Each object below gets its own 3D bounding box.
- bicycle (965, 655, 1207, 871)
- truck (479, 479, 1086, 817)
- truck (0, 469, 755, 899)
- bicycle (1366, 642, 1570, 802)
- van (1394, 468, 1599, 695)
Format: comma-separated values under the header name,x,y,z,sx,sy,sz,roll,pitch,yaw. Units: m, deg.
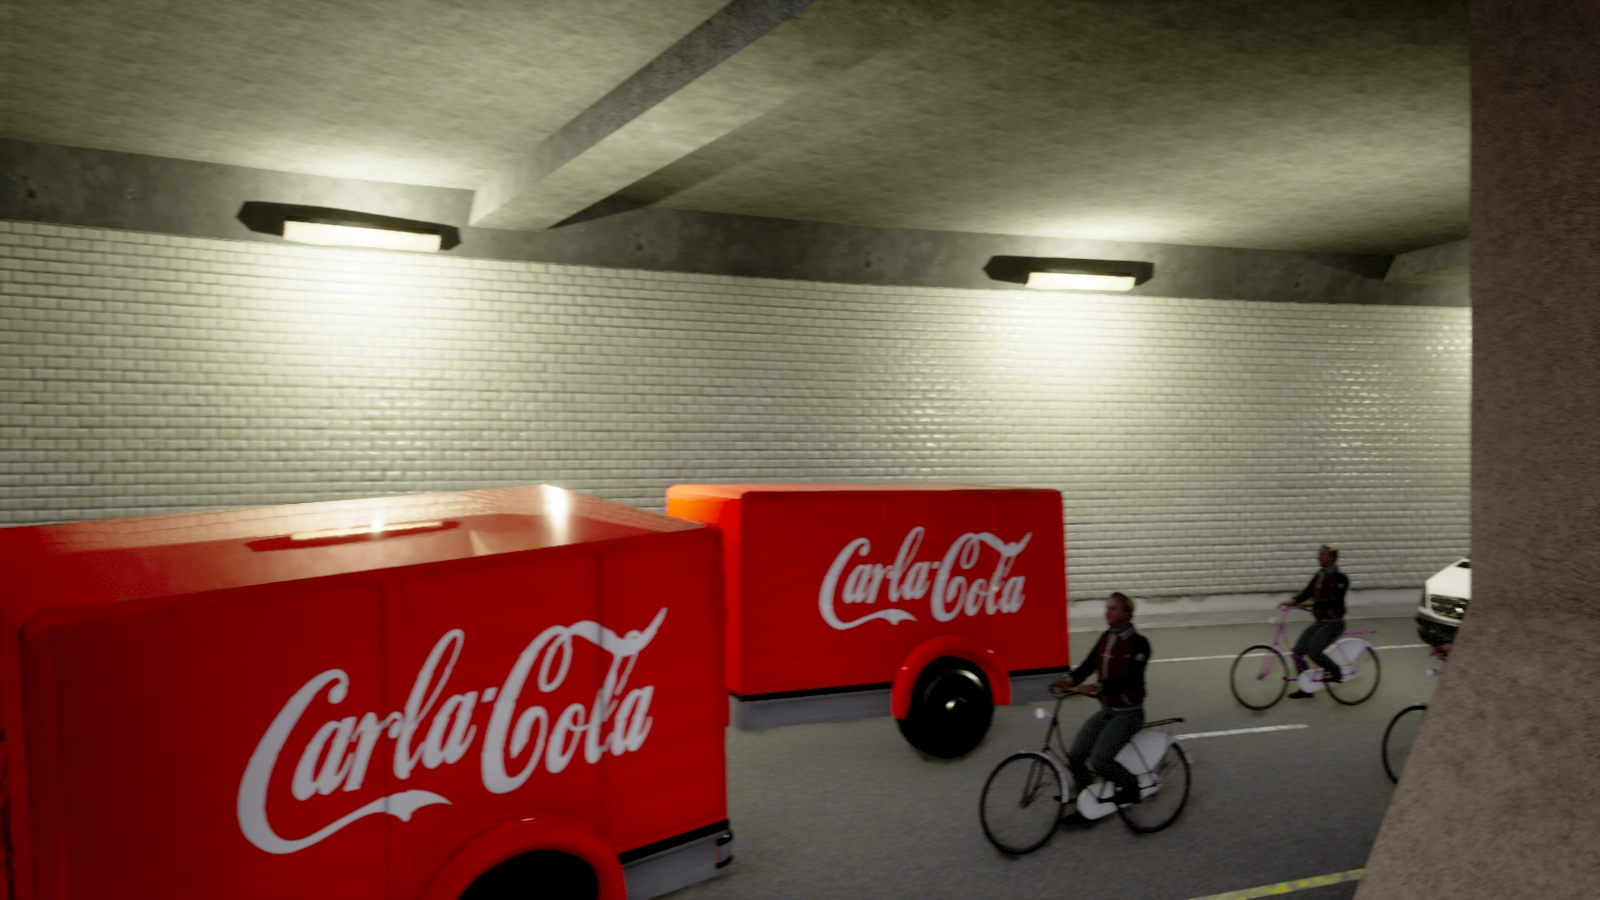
name,x,y,z,sx,sy,sz,roll,pitch,yaw
bicycle,2.047,2.168,8.088,1.835,1.251,0.329,0,0,-24
truck,-0.202,1.564,10.960,5.204,2.467,2.627,0,0,-24
truck,-3.110,1.665,5.907,5.204,2.467,2.627,-5,9,-41
bicycle,5.571,2.231,9.507,1.835,1.126,0.329,0,0,-18
van,10.928,1.531,14.744,5.915,2.561,1.988,0,0,-13
